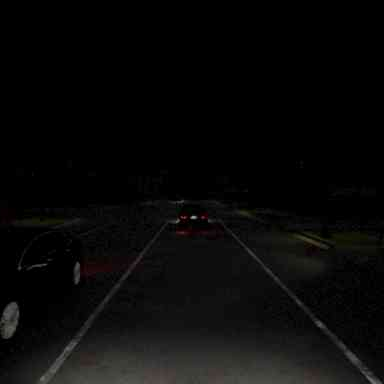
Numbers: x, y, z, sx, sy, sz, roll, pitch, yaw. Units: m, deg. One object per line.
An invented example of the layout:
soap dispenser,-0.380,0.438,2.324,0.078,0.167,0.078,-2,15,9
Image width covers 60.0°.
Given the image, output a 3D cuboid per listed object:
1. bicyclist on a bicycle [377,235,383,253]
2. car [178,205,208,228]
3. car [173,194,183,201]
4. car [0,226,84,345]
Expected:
bicyclist on a bicycle,6.824,1.226,10.755,1.656,1.620,0.582,1,0,0
car,0.051,1.553,22.268,2.033,1.411,5.357,0,0,-1
car,-3.585,1.377,81.769,2.097,1.767,4.553,0,0,0
car,-3.593,1.507,6.431,1.837,1.490,4.892,0,0,0
